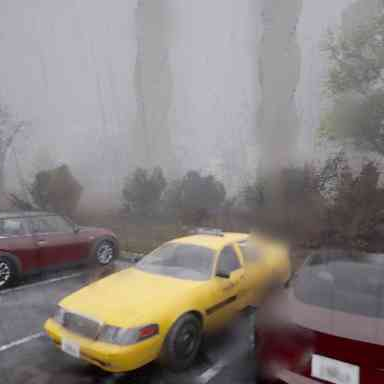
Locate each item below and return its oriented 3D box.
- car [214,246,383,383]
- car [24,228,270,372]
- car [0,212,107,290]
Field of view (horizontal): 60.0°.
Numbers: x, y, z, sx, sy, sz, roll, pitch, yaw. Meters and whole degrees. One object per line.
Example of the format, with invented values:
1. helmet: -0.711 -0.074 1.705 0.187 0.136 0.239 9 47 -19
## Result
1. car: 2.518 1.509 4.613 2.163 1.488 4.792 0 0 36
2. car: 0.147 1.469 6.042 1.946 1.575 5.366 0 0 36
3. car: -4.241 1.326 9.365 2.185 1.767 4.553 1 0 36
